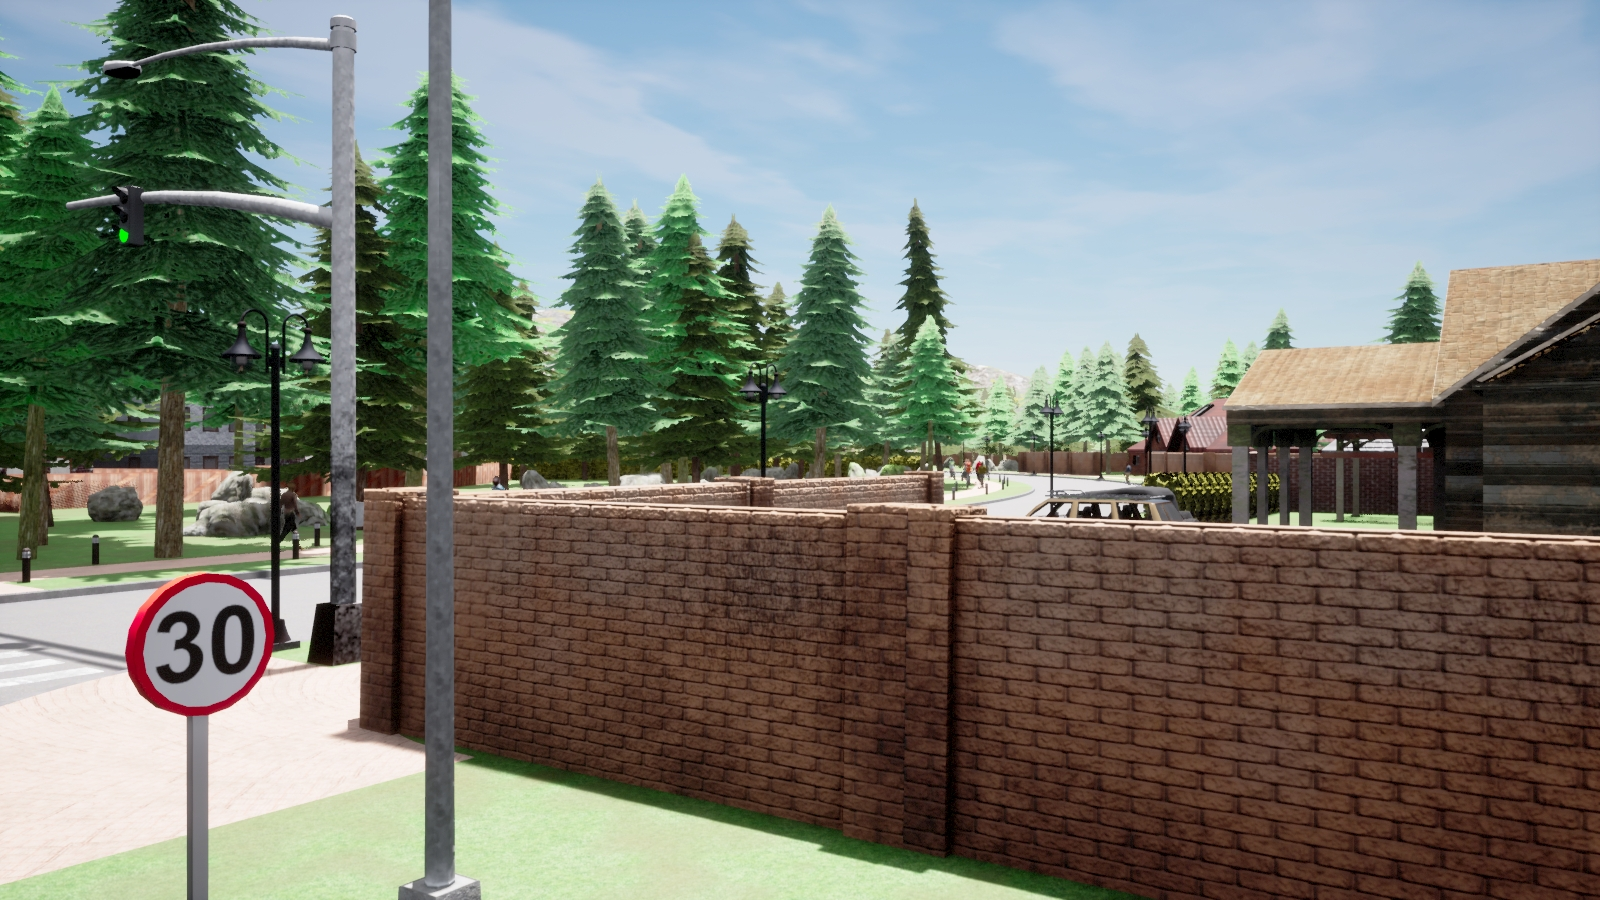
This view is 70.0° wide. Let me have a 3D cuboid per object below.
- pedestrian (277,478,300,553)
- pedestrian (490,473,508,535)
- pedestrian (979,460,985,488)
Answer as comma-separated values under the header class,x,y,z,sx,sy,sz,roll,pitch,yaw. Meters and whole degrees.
class,x,y,z,sx,sy,sz,roll,pitch,yaw
pedestrian,-12.950,1.647,28.936,0.375,1.860,0.375,0,0,27
pedestrian,-9.188,1.646,34.927,0.375,1.860,0.375,0,0,34
pedestrian,12.356,1.642,77.650,0.375,1.860,0.375,0,0,15
